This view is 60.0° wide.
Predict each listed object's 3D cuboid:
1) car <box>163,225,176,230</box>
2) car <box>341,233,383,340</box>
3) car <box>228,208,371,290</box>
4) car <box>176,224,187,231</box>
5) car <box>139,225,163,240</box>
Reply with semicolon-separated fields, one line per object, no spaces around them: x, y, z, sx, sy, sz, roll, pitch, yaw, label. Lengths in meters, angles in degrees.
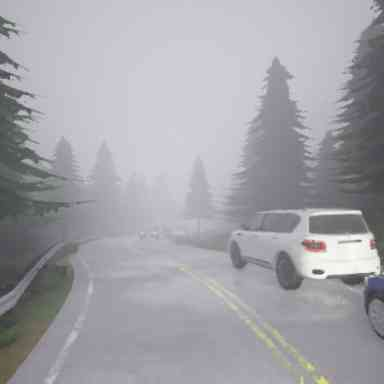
-4.051;5.076;43.988;2.033;1.411;5.357;-1;-5;9;car
4.023;1.490;3.772;1.882;1.535;5.008;-2;-2;-6;car
2.931;1.522;10.137;2.150;2.045;5.566;0;-3;-15;car
-2.231;7.052;66.018;2.128;1.511;4.902;-1;-5;13;car
-4.280;4.194;34.204;1.895;1.301;4.718;0;-5;-3;car
